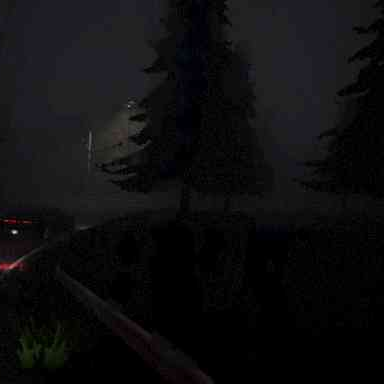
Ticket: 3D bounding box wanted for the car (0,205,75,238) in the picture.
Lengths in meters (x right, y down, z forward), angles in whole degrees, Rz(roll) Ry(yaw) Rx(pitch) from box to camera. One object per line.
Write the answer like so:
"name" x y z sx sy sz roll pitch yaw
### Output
"car" -7.394 1.408 16.484 1.837 1.490 4.892 4 1 2
